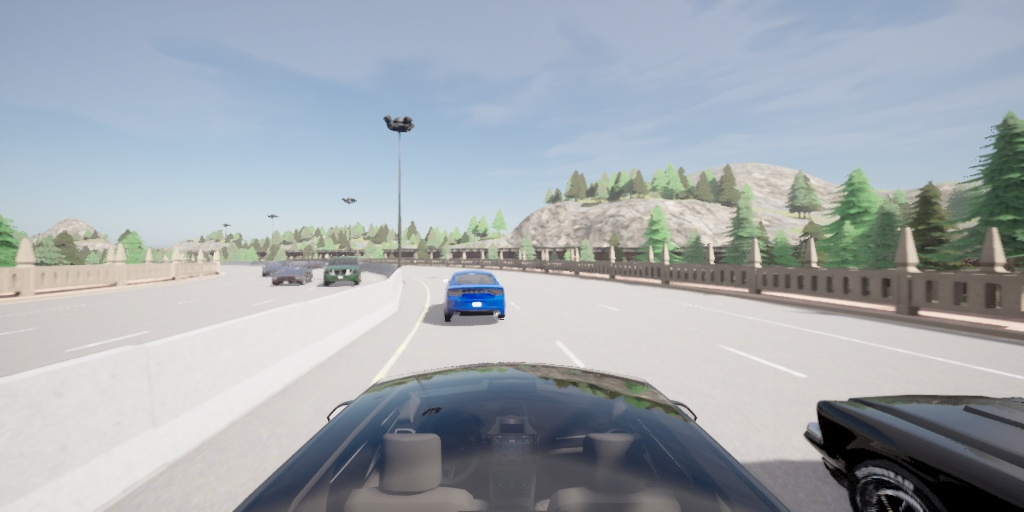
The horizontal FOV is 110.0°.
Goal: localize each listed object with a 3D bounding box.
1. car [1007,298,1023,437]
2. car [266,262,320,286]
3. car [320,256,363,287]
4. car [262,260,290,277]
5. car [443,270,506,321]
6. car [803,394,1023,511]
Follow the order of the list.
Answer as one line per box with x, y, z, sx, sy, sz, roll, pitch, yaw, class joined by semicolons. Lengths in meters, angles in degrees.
6.809;1.240;1.676;2.128;1.511;4.902;0;0;-3;car
-15.878;1.375;26.283;2.033;1.411;5.357;0;0;-20;car
-12.045;1.034;25.850;2.150;2.045;5.566;0;0;-20;car
-24.900;1.445;37.665;2.033;1.411;5.357;0;0;-29;car
-1.406;1.239;12.711;1.882;1.535;5.008;0;0;-9;car
3.407;1.349;0.798;1.895;1.301;4.718;0;0;-2;car
